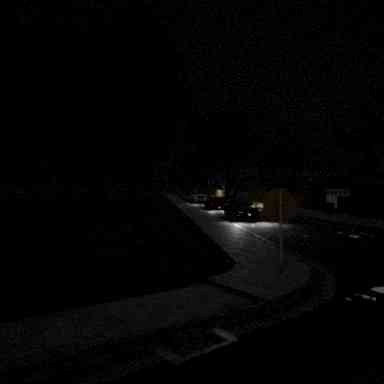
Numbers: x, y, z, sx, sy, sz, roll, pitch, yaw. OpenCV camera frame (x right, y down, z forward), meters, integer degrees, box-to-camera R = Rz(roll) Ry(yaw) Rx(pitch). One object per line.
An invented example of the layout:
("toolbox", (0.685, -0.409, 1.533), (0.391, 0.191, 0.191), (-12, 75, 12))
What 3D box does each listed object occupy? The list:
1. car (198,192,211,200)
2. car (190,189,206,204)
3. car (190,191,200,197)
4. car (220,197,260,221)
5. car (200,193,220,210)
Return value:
("car", (2.340, 0.777, 65.356), (1.895, 1.301, 4.718), (-1, 1, -6))
("car", (1.069, 0.636, 50.189), (2.150, 2.045, 5.566), (-1, 2, -6))
("car", (0.689, 0.438, 81.225), (1.812, 1.442, 4.674), (-1, 1, -6))
("car", (3.665, 1.266, 25.043), (1.837, 1.490, 4.892), (-1, 1, -6))
("car", (2.500, 1.161, 36.276), (2.033, 1.411, 5.357), (-1, 1, -6))
